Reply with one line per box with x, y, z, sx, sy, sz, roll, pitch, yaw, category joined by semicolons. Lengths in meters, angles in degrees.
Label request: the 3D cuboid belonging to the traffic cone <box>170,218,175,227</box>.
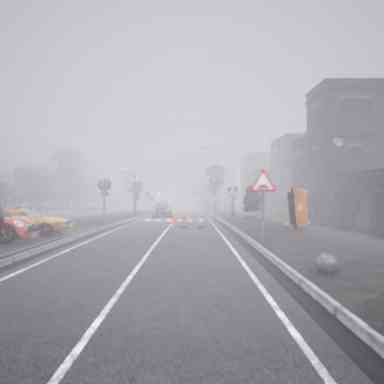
-1.367;2.170;23.728;0.340;0.580;0.340;0;-1;0;traffic cone

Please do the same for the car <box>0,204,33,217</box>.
-21.883;2.197;39.855;4.674;1.452;2.002;0;-2;0;car

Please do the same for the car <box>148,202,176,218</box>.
-3.298;1.956;37.073;2.097;1.767;4.553;0;-2;0;car

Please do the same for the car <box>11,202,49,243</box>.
-9.570;1.413;15.559;4.553;1.767;2.185;0;-1;0;car

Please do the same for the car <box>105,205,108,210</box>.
-21.781;3.305;73.892;5.008;1.535;2.097;0;-2;0;car

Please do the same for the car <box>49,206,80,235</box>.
-9.366;1.583;18.476;5.366;1.575;1.946;0;-1;0;car

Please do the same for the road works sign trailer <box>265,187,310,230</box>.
5.787;0.980;20.058;2.880;2.380;3.560;-5;-4;12;road works sign trailer

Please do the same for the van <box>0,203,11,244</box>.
-9.641;1.274;12.523;4.442;1.987;1.878;0;-1;0;van

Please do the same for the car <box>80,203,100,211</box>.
-21.801;3.124;67.345;4.674;1.452;2.002;0;-2;0;car

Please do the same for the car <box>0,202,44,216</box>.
-21.942;2.137;43.029;4.553;1.767;2.185;0;-2;0;car

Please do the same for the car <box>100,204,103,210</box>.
-21.784;3.196;70.620;4.892;1.521;2.231;0;-2;0;car

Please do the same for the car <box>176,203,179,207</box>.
-3.057;3.382;78.104;2.033;1.411;5.357;0;-2;0;car

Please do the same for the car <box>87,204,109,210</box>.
-21.759;3.452;77.037;4.674;1.452;2.002;0;-2;0;car
